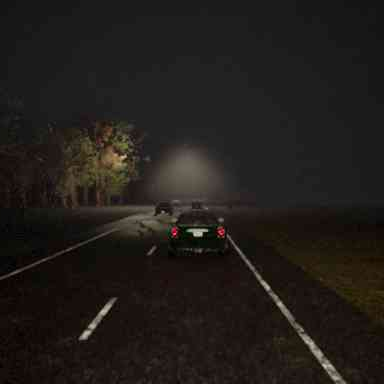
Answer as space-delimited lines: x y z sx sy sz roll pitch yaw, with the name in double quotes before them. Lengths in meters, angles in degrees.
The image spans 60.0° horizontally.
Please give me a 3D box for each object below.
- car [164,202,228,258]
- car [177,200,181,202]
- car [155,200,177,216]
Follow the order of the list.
"car" 0.225 1.470 13.414 2.097 1.767 4.553 0 -1 1
"car" -2.763 2.061 59.280 2.033 1.411 5.357 0 0 1
"car" -3.013 1.835 36.989 1.837 1.490 4.892 0 -1 1
